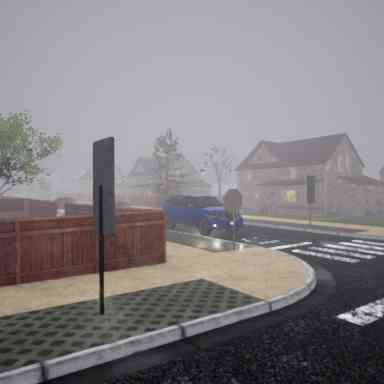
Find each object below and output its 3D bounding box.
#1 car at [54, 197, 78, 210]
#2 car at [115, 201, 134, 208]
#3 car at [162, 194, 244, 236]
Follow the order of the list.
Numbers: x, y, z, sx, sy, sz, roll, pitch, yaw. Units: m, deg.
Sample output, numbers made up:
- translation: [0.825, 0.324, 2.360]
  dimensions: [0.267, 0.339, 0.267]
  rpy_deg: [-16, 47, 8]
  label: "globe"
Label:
- translation: [-15.545, 1.303, 40.943]
  dimensions: [1.882, 1.535, 5.008]
  rpy_deg: [0, 0, -35]
  label: "car"
- translation: [-6.171, 1.454, 27.802]
  dimensions: [1.994, 1.385, 4.181]
  rpy_deg: [0, 0, -35]
  label: "car"
- translation: [0.377, 1.164, 18.580]
  dimensions: [2.150, 2.045, 5.566]
  rpy_deg: [0, 0, -36]
  label: "car"
